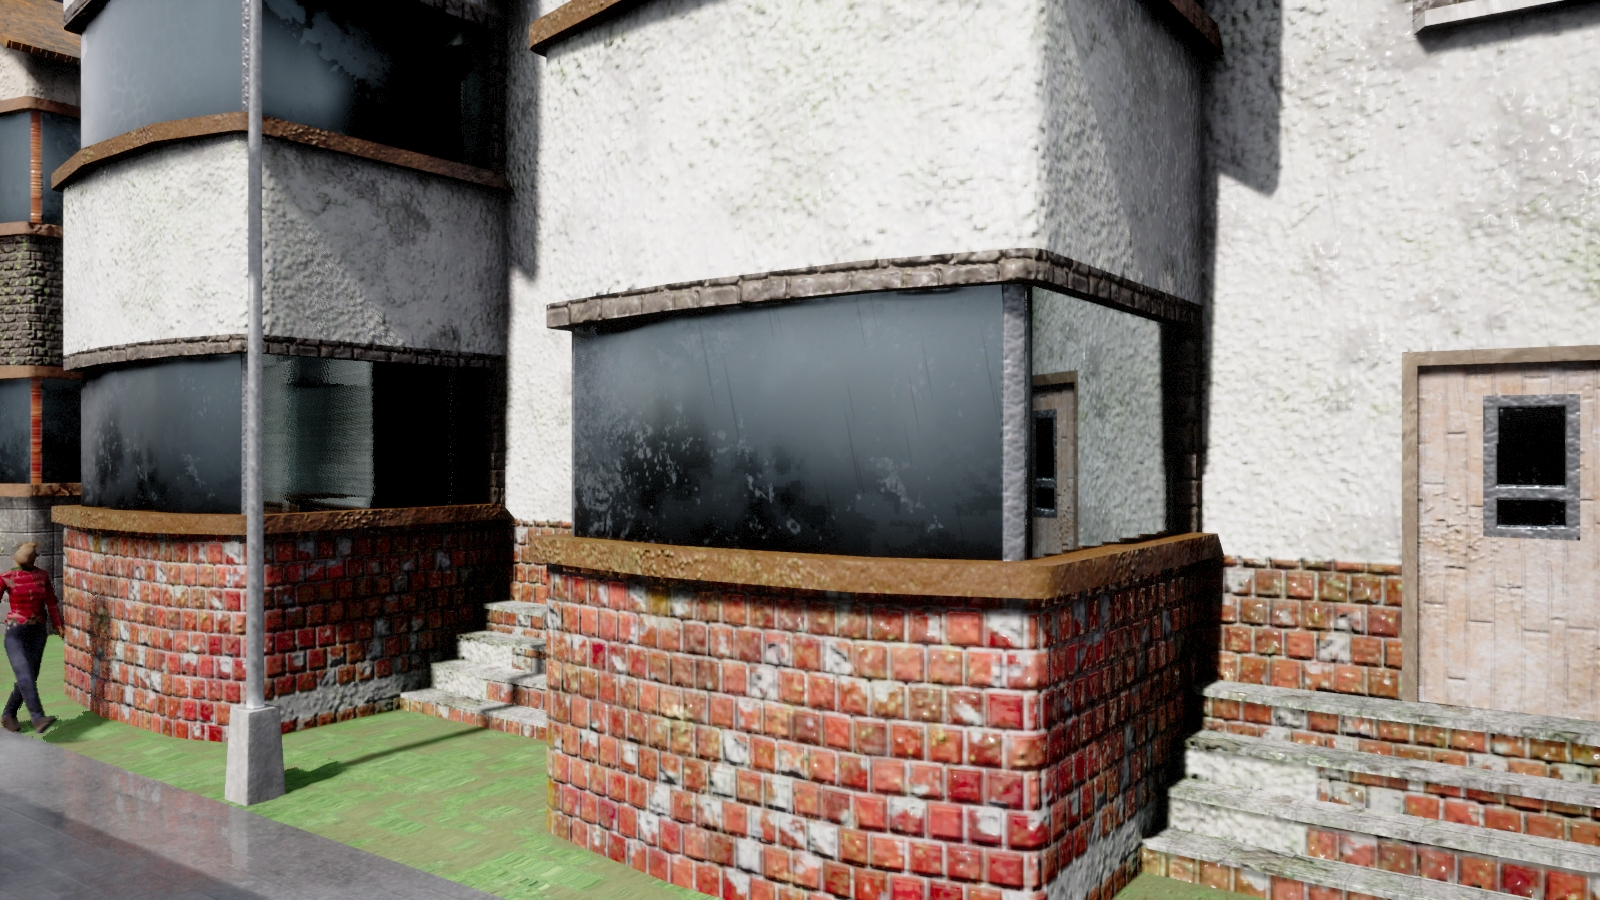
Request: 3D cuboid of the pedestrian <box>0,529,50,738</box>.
[{"bbox_3d":[-7.248,1.677,10.591,0.375,1.860,0.375,0,0,35],"label":"pedestrian"}]
